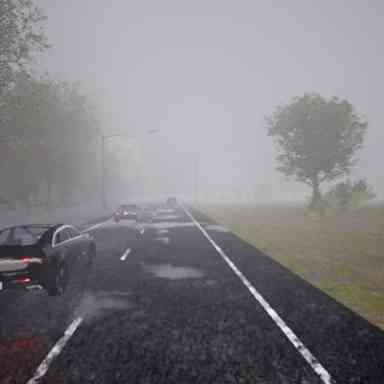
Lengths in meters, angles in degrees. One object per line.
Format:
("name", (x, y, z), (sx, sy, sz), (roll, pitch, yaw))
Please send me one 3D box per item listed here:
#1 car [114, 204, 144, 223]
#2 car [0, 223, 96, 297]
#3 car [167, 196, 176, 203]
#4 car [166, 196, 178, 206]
("car", (-5.027, 1.635, 26.914), (2.033, 1.411, 5.357), (-1, 0, -4))
("car", (-3.869, 1.560, 8.681), (2.128, 1.511, 4.902), (-1, 0, -4))
("car", (-4.572, 1.580, 73.404), (1.837, 1.490, 4.892), (-1, 0, -4))
("car", (-3.321, 1.534, 55.250), (1.882, 1.535, 5.008), (-1, 0, -4))
